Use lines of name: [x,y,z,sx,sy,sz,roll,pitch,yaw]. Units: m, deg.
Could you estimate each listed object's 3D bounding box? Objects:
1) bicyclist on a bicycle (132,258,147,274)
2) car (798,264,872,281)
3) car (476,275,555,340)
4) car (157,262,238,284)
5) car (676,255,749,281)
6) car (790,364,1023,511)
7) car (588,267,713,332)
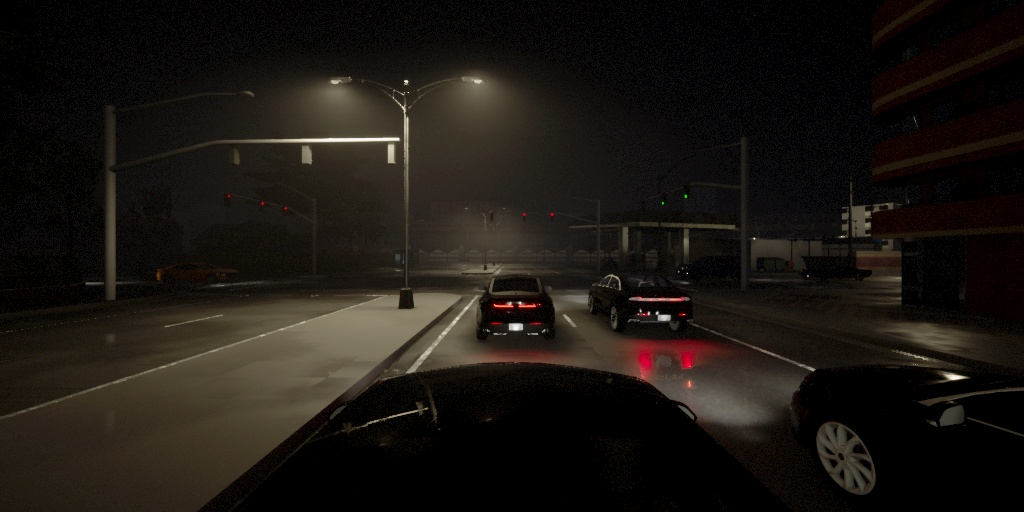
bicyclist on a bicycle: [-38.228,1.053,36.739,0.582,1.620,1.656,0,0,0]
car: [26.941,1.351,30.009,4.718,1.301,1.895,0,0,-1]
car: [0.096,1.255,10.010,1.837,1.490,4.892,0,0,0]
car: [-22.990,1.228,26.350,5.008,1.535,1.882,0,0,0]
car: [16.633,0.972,29.861,5.566,2.045,2.150,0,0,-1]
car: [3.600,1.255,1.457,1.837,1.490,4.892,0,0,0]
car: [3.602,1.242,10.865,2.128,1.511,4.902,0,0,0]
